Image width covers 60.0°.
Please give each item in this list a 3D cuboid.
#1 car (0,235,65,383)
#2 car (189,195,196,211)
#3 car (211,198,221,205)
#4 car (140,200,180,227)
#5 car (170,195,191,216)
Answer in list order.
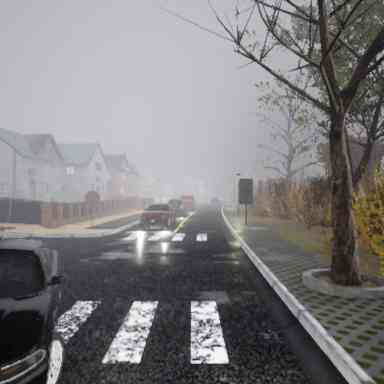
[{"bbox_3d":[-2.950,1.497,4.852,1.882,1.535,5.008,2,-1,-21],"label":"car"},{"bbox_3d":[-0.710,1.434,44.830,2.150,2.045,5.566,0,0,6],"label":"car"},{"bbox_3d":[4.845,1.893,67.417,1.882,1.535,5.008,0,-1,8],"label":"car"},{"bbox_3d":[-2.268,1.544,23.351,1.882,1.535,5.008,0,0,5],"label":"car"},{"bbox_3d":[-1.624,1.475,33.416,2.097,1.767,4.553,0,0,4],"label":"car"}]
